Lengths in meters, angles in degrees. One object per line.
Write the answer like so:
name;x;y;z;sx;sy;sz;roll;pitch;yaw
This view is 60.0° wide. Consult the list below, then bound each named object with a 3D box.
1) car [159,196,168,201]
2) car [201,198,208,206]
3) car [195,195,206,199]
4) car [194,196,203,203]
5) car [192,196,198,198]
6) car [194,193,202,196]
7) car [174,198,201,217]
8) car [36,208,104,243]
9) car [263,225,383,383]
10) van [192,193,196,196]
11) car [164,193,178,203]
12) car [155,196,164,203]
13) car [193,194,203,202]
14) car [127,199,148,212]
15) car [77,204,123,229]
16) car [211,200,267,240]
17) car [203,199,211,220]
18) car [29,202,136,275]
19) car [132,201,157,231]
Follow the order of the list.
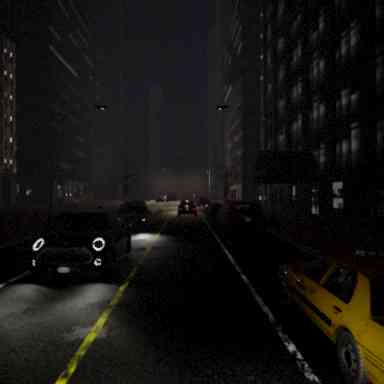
car;-7.170;1.607;84.551;2.008;1.369;4.403;0;0;-1
car;2.111;1.594;33.960;1.802;1.307;4.206;0;0;-1
car;1.811;1.562;50.883;1.887;1.381;4.507;0;0;-1
car;1.409;1.574;73.445;2.008;1.369;4.403;0;0;-1
car;-0.653;1.573;43.489;2.033;1.411;5.357;0;0;-1
car;1.711;1.459;56.523;1.967;1.590;4.097;0;0;-1
car;-0.449;1.568;31.672;2.033;1.411;5.357;0;0;-1
car;-5.965;1.601;16.848;1.947;1.339;4.313;0;0;-1
car;2.587;1.520;5.092;1.752;1.417;4.829;0;0;-1
van;1.511;1.363;67.804;1.690;1.788;3.998;0;0;-1
car;-4.244;1.234;70.809;2.150;2.045;5.566;0;0;-1
car;-6.968;1.496;73.267;1.967;1.590;4.097;0;0;-1
car;1.311;1.339;79.085;2.192;1.841;5.009;0;0;-1
car;-6.367;1.591;39.415;1.887;1.381;4.507;0;0;-1
car;-6.066;1.589;22.489;2.008;1.369;4.403;0;0;-1
car;2.413;1.318;17.039;2.192;1.841;5.009;0;0;-1
car;2.212;1.554;28.320;1.887;1.381;4.507;0;0;-1
car;-3.272;1.373;10.624;2.097;1.767;4.553;0;0;-1
car;-3.452;1.553;20.871;1.812;1.442;4.674;0;0;0
